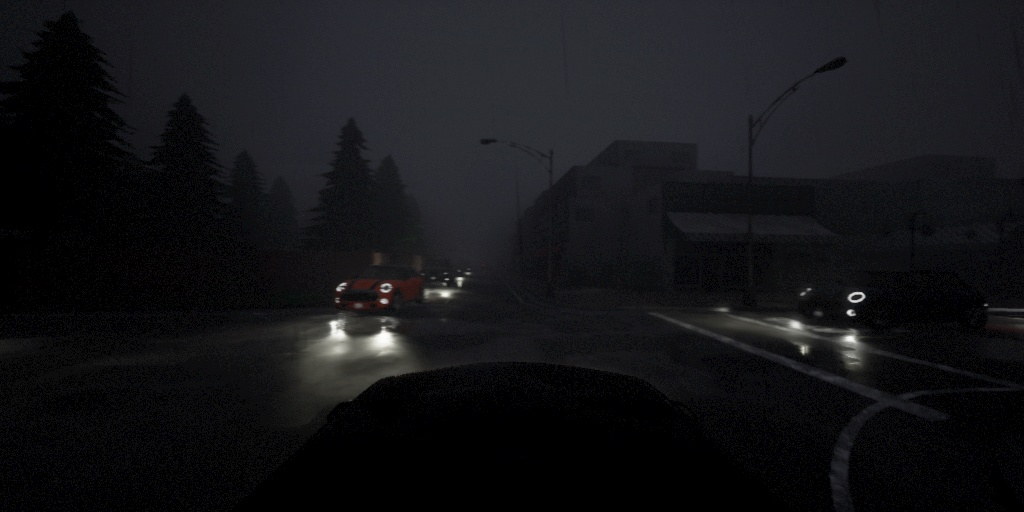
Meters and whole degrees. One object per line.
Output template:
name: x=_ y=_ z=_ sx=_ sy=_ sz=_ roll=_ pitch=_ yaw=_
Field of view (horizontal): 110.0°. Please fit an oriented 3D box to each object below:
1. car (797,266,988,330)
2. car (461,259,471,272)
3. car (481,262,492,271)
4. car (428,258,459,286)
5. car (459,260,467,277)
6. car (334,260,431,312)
car: x=11.490 y=1.190 z=11.045 sx=4.553 sy=1.767 sz=2.097 roll=1 pitch=-1 yaw=-5
car: x=-7.641 y=1.550 z=57.030 sx=2.150 sy=2.045 sz=5.566 roll=1 pitch=-1 yaw=-4
car: x=-4.551 y=1.863 z=64.233 sx=2.128 sy=1.511 sz=4.902 roll=1 pitch=-1 yaw=-4
car: x=-5.640 y=1.173 z=27.653 sx=2.150 sy=2.045 sz=5.566 roll=1 pitch=0 yaw=-4
car: x=-6.608 y=1.570 z=41.314 sx=1.882 sy=1.535 sz=5.008 roll=1 pitch=-1 yaw=-4
car: x=-5.005 y=1.139 z=14.219 sx=2.097 sy=1.767 sz=4.553 roll=1 pitch=-2 yaw=3
